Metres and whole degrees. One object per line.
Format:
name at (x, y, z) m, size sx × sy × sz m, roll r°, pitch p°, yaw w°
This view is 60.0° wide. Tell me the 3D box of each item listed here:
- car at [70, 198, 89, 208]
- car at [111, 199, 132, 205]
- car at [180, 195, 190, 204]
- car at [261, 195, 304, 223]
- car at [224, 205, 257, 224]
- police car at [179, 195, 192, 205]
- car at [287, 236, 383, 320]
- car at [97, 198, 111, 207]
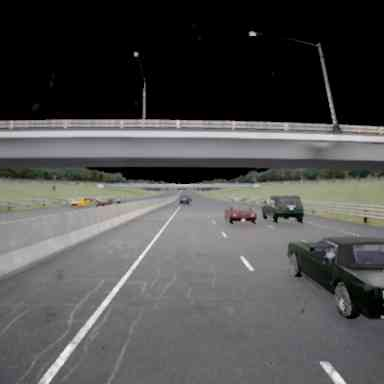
car at (-17.850, 1.708, 52.925) m, size 1.882 × 1.535 × 5.008 m, roll 0°, pitch 0°, yaw 0°
car at (-10.853, 1.779, 53.222) m, size 2.033 × 1.411 × 5.357 m, roll 0°, pitch 0°, yaw 0°
car at (-1.636, 1.654, 75.100) m, size 2.150 × 2.045 × 5.566 m, roll 0°, pitch -1°, yaw -1°
car at (7.023, 1.270, 26.188) m, size 2.150 × 2.045 × 5.566 m, roll 0°, pitch 0°, yaw 0°
car at (3.528, 1.647, 25.113) m, size 1.895 × 1.301 × 4.718 m, roll 0°, pitch 0°, yaw 0°
police car at (-1.494, 1.761, 65.170) m, size 1.930 × 1.638 × 5.238 m, roll 0°, pitch -1°, yaw -1°
car at (3.591, 1.613, 7.303) m, size 1.895 × 1.301 × 4.718 m, roll 0°, pitch 0°, yaw 0°
car at (-14.374, 1.728, 55.295) m, size 1.882 × 1.535 × 5.008 m, roll 0°, pitch 0°, yaw 0°
